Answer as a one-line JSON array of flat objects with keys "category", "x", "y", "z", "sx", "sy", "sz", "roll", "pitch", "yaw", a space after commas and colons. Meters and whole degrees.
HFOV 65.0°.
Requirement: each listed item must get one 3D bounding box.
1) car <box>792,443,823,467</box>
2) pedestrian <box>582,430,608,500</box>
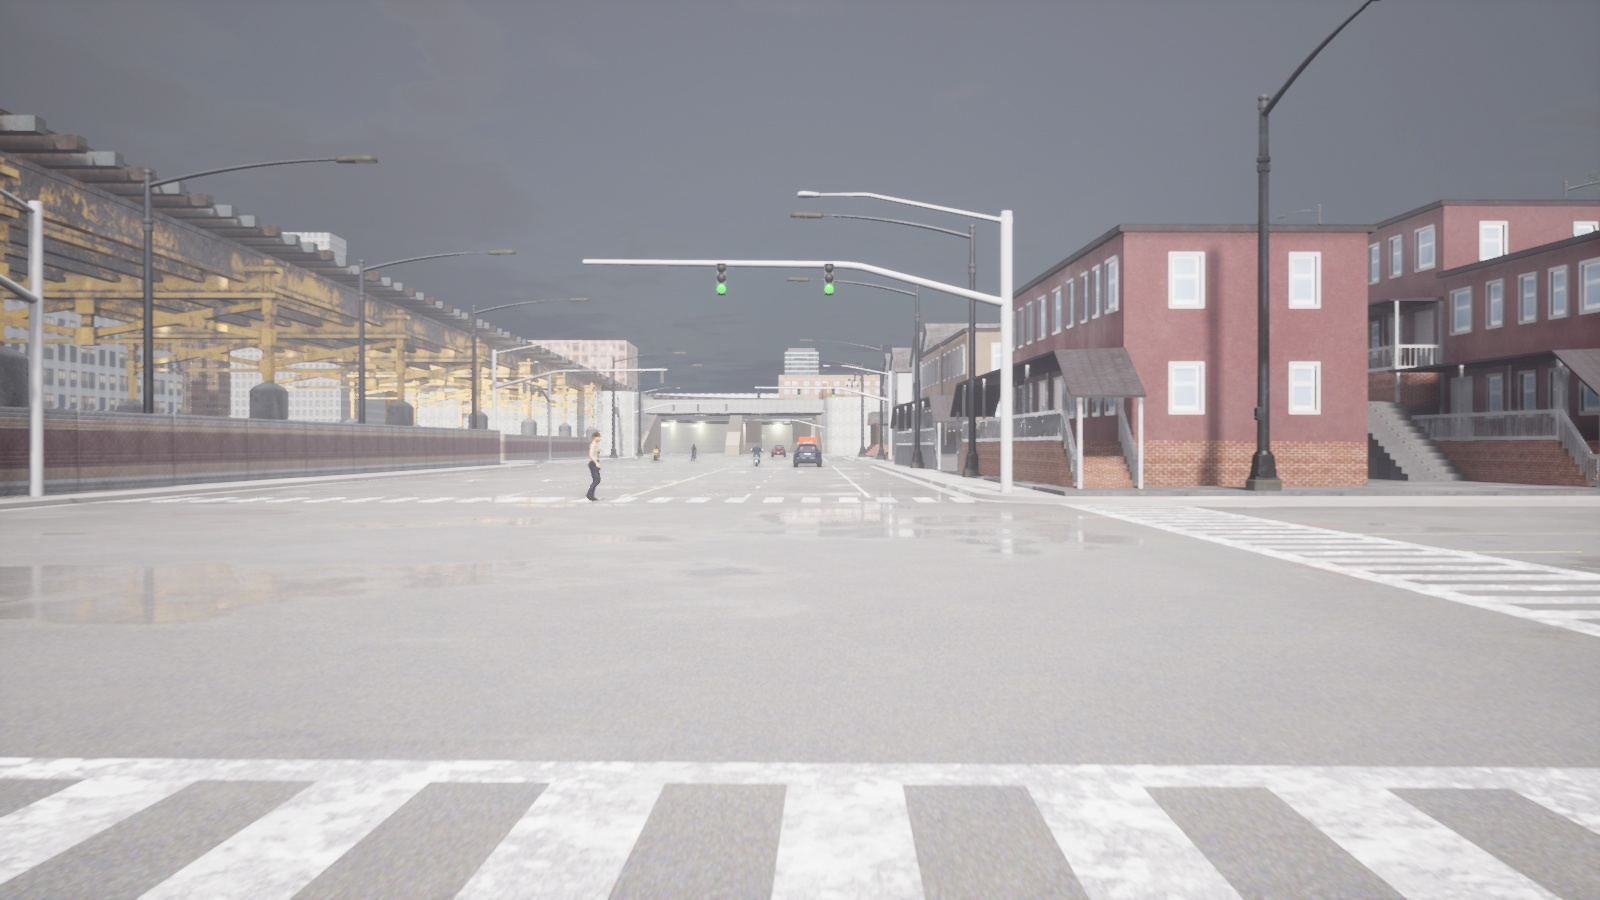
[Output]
[{"category": "car", "x": 0.522, "y": 0.329, "z": 86.830, "sx": 2.033, "sy": 1.649, "sz": 4.856, "roll": 0, "pitch": 0, "yaw": 0}, {"category": "pedestrian", "x": -5.393, "y": 0.395, "z": 33.022, "sx": 0.594, "sy": 1.836, "sz": 0.345, "roll": 0, "pitch": 0, "yaw": 4}]
